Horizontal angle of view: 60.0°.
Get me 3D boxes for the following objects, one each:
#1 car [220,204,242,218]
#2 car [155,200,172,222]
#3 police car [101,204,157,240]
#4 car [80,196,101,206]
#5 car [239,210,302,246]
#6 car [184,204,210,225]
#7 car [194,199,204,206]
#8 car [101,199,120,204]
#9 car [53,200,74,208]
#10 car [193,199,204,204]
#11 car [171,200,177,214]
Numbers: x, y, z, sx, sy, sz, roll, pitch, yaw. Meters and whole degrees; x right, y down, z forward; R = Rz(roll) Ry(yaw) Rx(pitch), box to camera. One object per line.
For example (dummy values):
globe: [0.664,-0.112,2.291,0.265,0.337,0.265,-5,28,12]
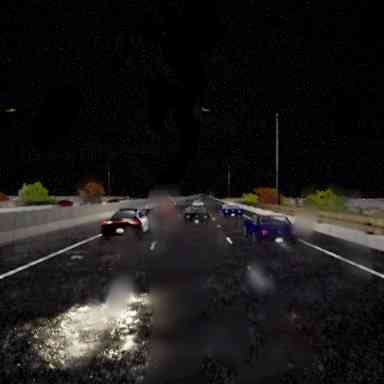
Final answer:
car: [3.963,1.917,34.015,1.895,1.301,4.718,0,-1,1]
car: [-3.237,1.757,29.175,2.128,1.511,4.902,0,-1,1]
police car: [-3.394,1.666,18.208,2.038,1.542,4.974,0,-1,1]
car: [-16.635,1.730,55.221,2.150,2.045,5.566,0,0,2]
car: [3.693,1.746,16.183,1.895,1.301,4.718,0,-1,1]
car: [0.343,1.837,26.007,1.895,1.301,4.718,0,-1,0]
car: [1.642,2.260,75.295,2.128,1.511,4.902,0,-1,2]
car: [-13.128,2.020,55.493,1.837,1.490,4.892,0,0,2]
car: [-20.222,2.009,52.674,1.812,1.442,4.674,0,-1,2]
car: [1.131,2.165,59.173,1.895,1.301,4.718,0,-1,2]
car: [-3.011,1.724,40.111,2.097,1.767,4.553,0,-1,1]
